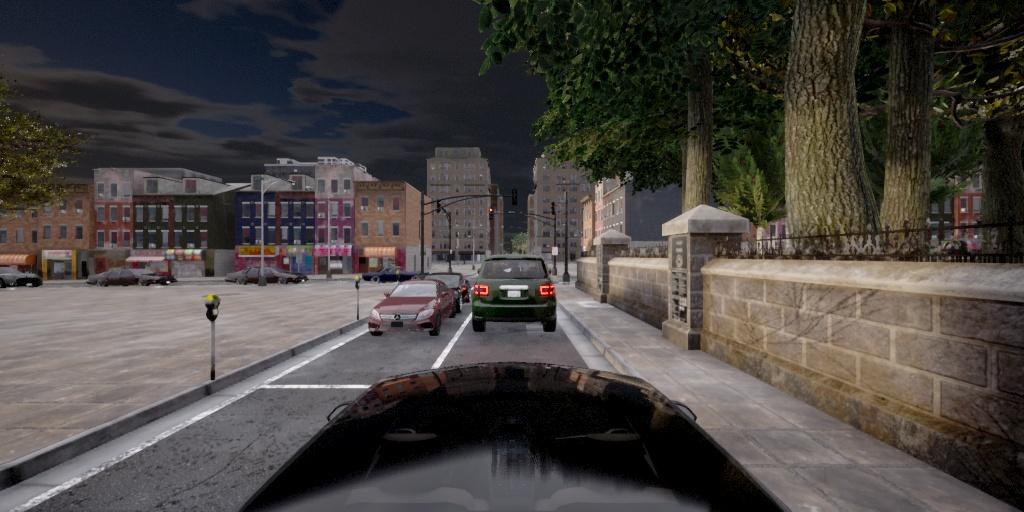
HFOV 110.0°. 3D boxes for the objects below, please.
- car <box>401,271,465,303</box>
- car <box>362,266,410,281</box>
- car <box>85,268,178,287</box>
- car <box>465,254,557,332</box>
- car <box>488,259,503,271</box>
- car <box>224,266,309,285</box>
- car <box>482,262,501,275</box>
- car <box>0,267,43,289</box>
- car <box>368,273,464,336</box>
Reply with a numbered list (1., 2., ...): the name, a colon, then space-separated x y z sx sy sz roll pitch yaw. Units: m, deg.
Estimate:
1. car: -2.638 1.315 13.981 1.948 1.339 4.313 0 0 0
2. car: -8.557 1.426 26.899 4.718 1.301 1.895 -1 0 0
3. car: -28.392 1.623 26.832 5.357 1.411 2.033 -1 0 0
4. car: 0.076 0.971 10.997 2.150 2.045 5.566 0 0 1
5. car: -2.294 1.216 51.180 1.882 1.535 5.008 0 0 0
6. car: -18.318 1.482 26.866 5.357 1.411 2.033 -1 0 0
7. car: -2.280 1.342 40.767 1.895 1.301 4.718 0 0 0
8. car: -38.351 1.597 26.818 4.553 1.767 2.097 -1 0 0
9. car: -2.638 1.331 10.318 1.802 1.307 4.207 0 0 0
